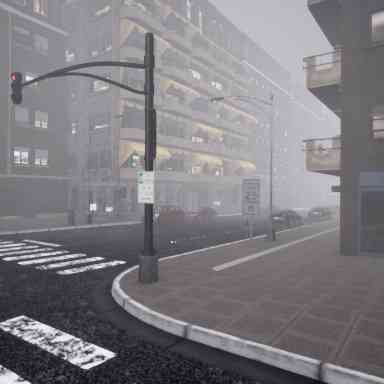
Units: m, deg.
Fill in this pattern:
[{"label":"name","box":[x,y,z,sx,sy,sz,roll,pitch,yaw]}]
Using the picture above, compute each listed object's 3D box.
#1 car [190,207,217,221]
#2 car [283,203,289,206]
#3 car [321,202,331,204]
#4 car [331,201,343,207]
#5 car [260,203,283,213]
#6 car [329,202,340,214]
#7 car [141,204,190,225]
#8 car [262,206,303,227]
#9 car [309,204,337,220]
[{"label":"car","box":[0.892,2.063,32.162,1.802,1.307,4.206,-1,-1,35]},{"label":"car","box":[13.735,2.404,50.671,1.752,1.417,4.829,-1,-1,35]},{"label":"car","box":[19.529,2.546,48.900,1.895,1.301,4.718,0,-1,35]},{"label":"car","box":[36.451,3.022,83.464,1.967,1.590,4.097,-1,-1,35]},{"label":"car","box":[10.597,2.327,46.148,1.887,1.381,4.507,-1,-1,35]},{"label":"car","box":[20.759,2.458,46.210,1.752,1.417,4.829,-1,-2,35]},{"label":"car","box":[-2.343,1.821,27.503,1.967,1.590,4.097,-1,-1,35]},{"label":"car","box":[7.722,2.095,27.421,1.947,1.339,4.313,-1,-2,35]},{"label":"car","box":[14.192,2.296,36.745,1.947,1.339,4.313,-1,-2,35]}]
